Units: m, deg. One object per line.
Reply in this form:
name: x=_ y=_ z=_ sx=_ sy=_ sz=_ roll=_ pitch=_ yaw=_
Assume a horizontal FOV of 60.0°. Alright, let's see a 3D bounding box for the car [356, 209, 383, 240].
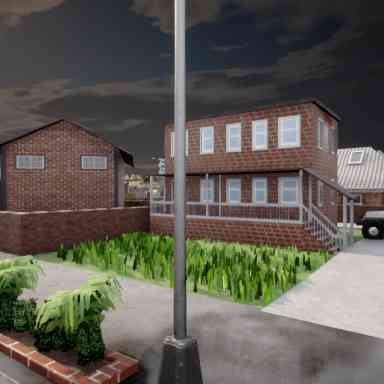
car: x=8.470 y=0.973 z=12.606 sx=3.866 sy=1.878 sz=1.905 roll=0 pitch=0 yaw=36
